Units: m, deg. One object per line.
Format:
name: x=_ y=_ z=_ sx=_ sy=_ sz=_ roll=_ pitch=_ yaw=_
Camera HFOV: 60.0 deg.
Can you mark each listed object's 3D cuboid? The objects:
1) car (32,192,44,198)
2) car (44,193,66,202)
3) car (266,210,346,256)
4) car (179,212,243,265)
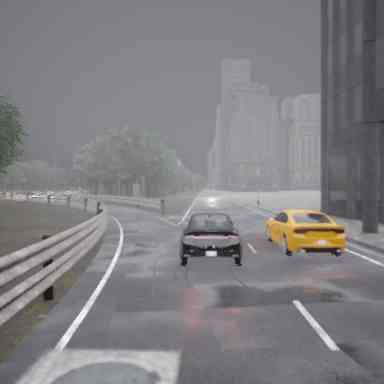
car: x=-31.484 y=0.710 z=68.094 sx=1.812 sy=1.442 sz=4.674 roll=-1 pitch=2 yaw=-37
car: x=-24.636 y=0.960 z=60.475 sx=1.882 sy=1.535 sz=5.008 roll=-1 pitch=1 yaw=-44
car: x=4.175 y=1.413 z=12.928 sx=1.882 sy=1.535 sz=5.008 roll=0 pitch=0 yaw=2
car: x=0.615 y=1.451 z=11.480 sx=2.128 sy=1.511 sz=4.902 roll=0 pitch=0 yaw=2
